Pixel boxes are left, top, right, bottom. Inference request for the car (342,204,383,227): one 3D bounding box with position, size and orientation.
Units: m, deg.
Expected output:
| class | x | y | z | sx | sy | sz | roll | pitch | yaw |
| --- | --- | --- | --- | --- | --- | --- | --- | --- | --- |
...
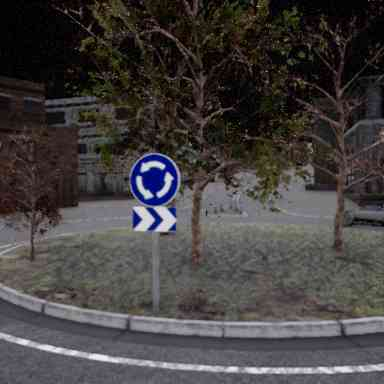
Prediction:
| class | x | y | z | sx | sy | sz | roll | pitch | yaw |
| --- | --- | --- | --- | --- | --- | --- | --- | --- | --- |
| car | 10.884 | 1.375 | 19.670 | 1.994 | 1.385 | 4.181 | -1 | 0 | -31 |
